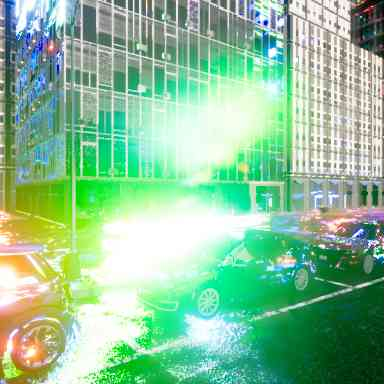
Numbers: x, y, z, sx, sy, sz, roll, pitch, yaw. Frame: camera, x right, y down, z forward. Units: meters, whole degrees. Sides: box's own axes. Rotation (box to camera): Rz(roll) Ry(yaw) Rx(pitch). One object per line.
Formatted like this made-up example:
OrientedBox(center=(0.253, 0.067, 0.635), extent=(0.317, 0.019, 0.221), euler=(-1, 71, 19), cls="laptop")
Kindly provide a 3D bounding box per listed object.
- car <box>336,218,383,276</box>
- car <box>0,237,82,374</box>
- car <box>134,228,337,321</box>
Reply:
OrientedBox(center=(5.419, 1.546, 10.393), extent=(4.507, 1.381, 1.887), euler=(0, 0, -35), cls="car")
OrientedBox(center=(-3.604, 1.440, 3.991), extent=(4.097, 1.590, 1.967), euler=(0, 0, -35), cls="car")
OrientedBox(center=(0.907, 1.551, 7.192), extent=(4.403, 1.369, 2.008), euler=(0, 0, -35), cls="car")
